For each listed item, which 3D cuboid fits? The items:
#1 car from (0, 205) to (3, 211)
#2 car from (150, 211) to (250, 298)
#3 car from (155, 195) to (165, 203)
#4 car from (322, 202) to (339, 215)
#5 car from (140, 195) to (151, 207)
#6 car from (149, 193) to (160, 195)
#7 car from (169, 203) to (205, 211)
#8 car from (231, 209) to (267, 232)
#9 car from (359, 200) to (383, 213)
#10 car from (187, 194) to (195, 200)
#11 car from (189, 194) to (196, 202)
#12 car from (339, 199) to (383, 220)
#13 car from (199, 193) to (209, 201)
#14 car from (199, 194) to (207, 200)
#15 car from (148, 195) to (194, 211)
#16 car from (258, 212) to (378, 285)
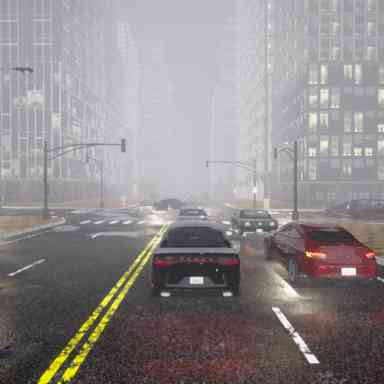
[{"bbox_3d":[-20.923,1.356,32.307,4.674,1.442,1.812,0,1,1],"label":"car"},{"bbox_3d":[0.071,1.474,8.591,1.882,1.535,5.008,0,0,0],"label":"car"},{"bbox_3d":[-6.706,1.464,69.860,1.812,1.442,4.674,0,0,0],"label":"car"},{"bbox_3d":[16.196,1.637,35.002,4.674,1.442,1.812,1,1,1],"label":"car"},{"bbox_3d":[-6.740,1.528,50.687,1.994,1.385,4.181,0,0,0],"label":"car"},{"bbox_3d":[-6.752,1.175,59.720,2.150,2.045,5.566,0,0,0],"label":"car"},{"bbox_3d":[0.044,1.538,18.412,2.033,1.411,5.357,0,0,0],"label":"car"},{"bbox_3d":[3.296,1.591,18.474,1.895,1.301,4.718,0,0,0],"label":"car"},{"bbox_3d":[21.700,1.643,37.515,4.829,1.417,1.752,1,0,1],"label":"car"},{"bbox_3d":[-0.267,1.387,90.790,1.882,1.535,5.008,0,0,0],"label":"car"},{"bbox_3d":[-0.151,1.497,71.735,1.994,1.385,4.181,0,0,0],"label":"car"},{"bbox_3d":[16.115,1.519,29.212,5.009,1.841,2.192,1,0,1],"label":"car"},{"bbox_3d":[3.016,1.143,79.993,2.150,2.045,5.566,0,0,0],"label":"car"},{"bbox_3d":[2.985,1.267,90.381,2.128,1.511,4.902,0,0,0],"label":"car"},{"bbox_3d":[-2.304,1.412,37.724,1.837,1.490,4.892,4,3,39],"label":"car"},{"bbox_3d":[3.323,1.521,9.355,1.812,1.442,4.674,0,0,0],"label":"car"}]
